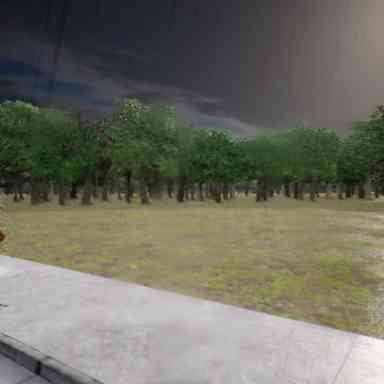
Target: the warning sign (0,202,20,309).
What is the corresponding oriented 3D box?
[{"bbox_3d":[-3.991,1.130,5.918,1.060,1.860,1.300,0,0,36],"label":"warning sign"}]
